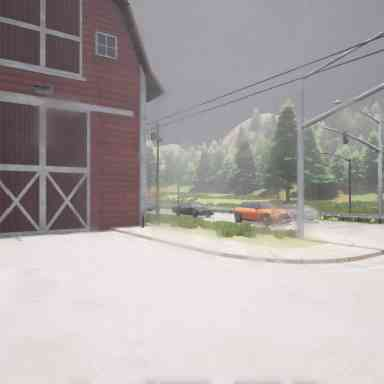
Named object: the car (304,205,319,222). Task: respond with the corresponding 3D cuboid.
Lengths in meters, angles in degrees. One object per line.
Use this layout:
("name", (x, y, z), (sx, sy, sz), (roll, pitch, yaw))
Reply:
("car", (8.296, 1.707, 27.815), (1.812, 1.442, 4.674), (0, 0, -34))

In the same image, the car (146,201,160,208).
("car", (-5.649, 1.837, 41.625), (1.994, 1.385, 4.181), (0, 0, -35))

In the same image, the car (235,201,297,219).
("car", (5.358, 1.523, 25.558), (2.097, 1.767, 4.553), (0, 0, -34))

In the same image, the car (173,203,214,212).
("car", (-0.024, 1.768, 33.412), (2.033, 1.411, 5.357), (0, 0, -35))
